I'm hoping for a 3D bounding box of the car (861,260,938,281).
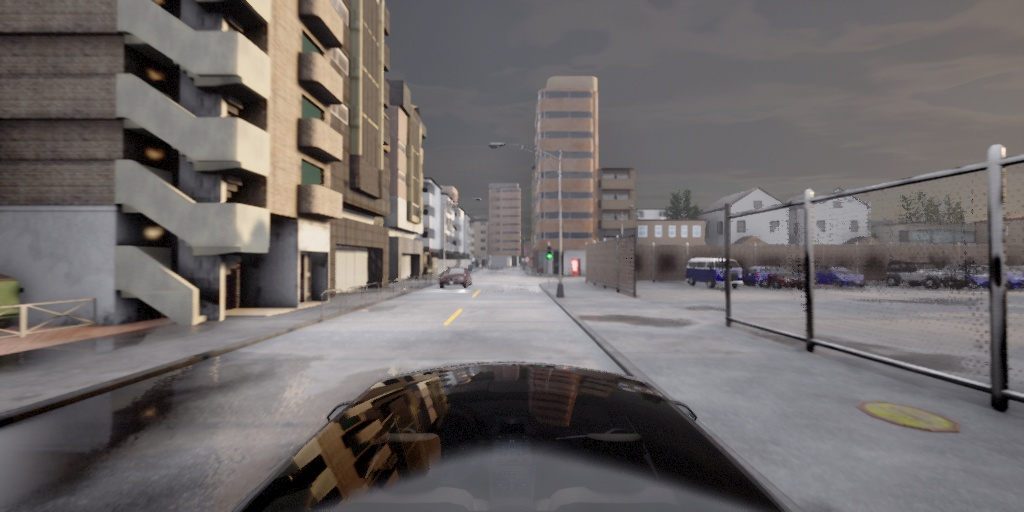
[{"bbox_3d":[42.246,1.377,39.215,5.566,2.045,2.150,0,-1,0],"label":"car"}]

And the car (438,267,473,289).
[{"bbox_3d":[-4.031,1.540,26.248,1.812,1.442,4.674,0,-1,0],"label":"car"}]
